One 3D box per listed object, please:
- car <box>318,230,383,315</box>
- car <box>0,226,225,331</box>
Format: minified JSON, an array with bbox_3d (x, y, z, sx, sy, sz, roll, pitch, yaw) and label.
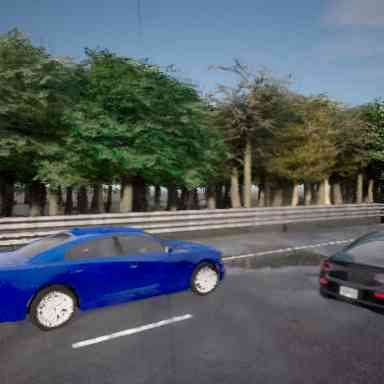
[{"bbox_3d":[4.534,1.513,6.872,4.674,1.442,1.812,0,0,-34],"label":"car"},{"bbox_3d":[-1.557,1.457,6.912,5.008,1.535,1.882,0,0,-35],"label":"car"}]
